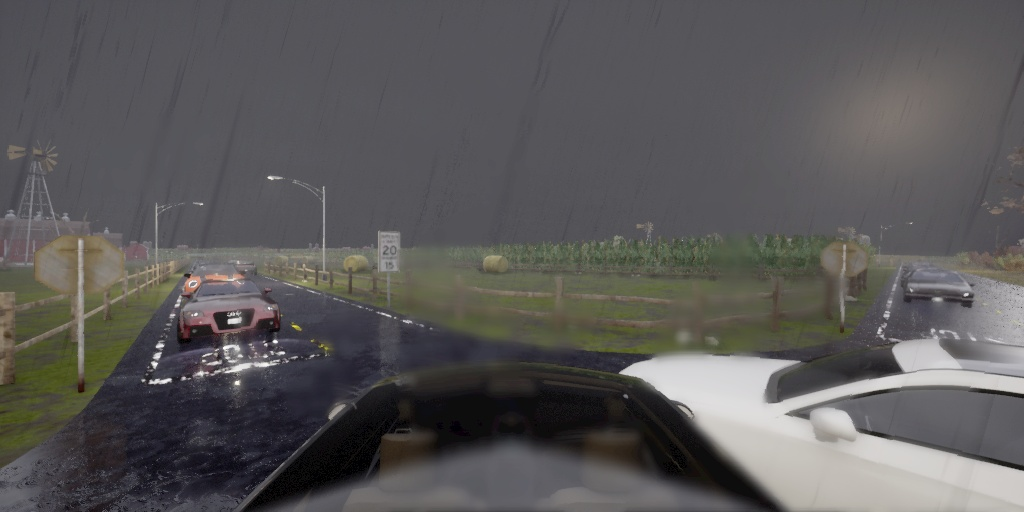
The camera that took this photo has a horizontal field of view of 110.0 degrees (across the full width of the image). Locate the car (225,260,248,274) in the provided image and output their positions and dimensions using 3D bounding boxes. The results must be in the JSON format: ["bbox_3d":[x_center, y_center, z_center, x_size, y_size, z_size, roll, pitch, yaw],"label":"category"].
[{"bbox_3d":[-33.332,1.278,43.327,1.837,1.490,4.892,0,0,-41],"label":"car"}]

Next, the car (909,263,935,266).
[{"bbox_3d":[26.667,1.376,23.103,4.181,1.385,1.994,0,1,-41],"label":"car"}]

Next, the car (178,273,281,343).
[{"bbox_3d":[-7.858,1.350,9.934,1.994,1.385,4.181,0,0,-42],"label":"car"}]

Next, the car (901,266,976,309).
[{"bbox_3d":[18.509,1.343,15.692,5.357,1.411,2.033,0,1,-42],"label":"car"}]

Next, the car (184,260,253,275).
[{"bbox_3d":[-13.578,1.131,16.467,2.097,1.767,4.553,0,0,-41],"label":"car"}]

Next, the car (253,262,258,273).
[{"bbox_3d":[-26.676,1.262,35.811,2.128,1.511,4.902,0,0,-41],"label":"car"}]

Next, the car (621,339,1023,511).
[{"bbox_3d":[2.855,1.293,2.254,1.812,1.442,4.674,0,1,-43],"label":"car"}]
